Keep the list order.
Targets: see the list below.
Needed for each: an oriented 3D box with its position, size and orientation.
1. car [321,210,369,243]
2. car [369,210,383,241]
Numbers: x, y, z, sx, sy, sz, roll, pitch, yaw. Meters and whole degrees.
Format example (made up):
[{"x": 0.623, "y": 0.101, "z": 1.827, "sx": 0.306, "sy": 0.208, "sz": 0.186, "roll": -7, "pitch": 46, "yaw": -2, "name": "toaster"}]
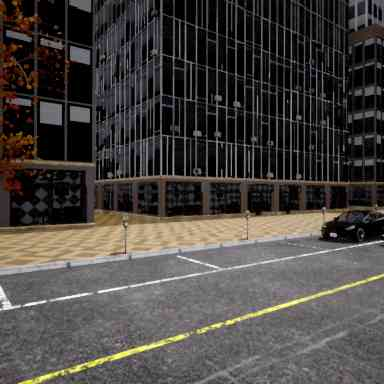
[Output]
[{"x": 8.140, "y": 1.564, "z": 16.226, "sx": 4.313, "sy": 1.339, "sz": 1.947, "roll": 0, "pitch": 0, "yaw": -36, "name": "car"}, {"x": 10.126, "y": 1.489, "z": 14.466, "sx": 4.902, "sy": 1.511, "sz": 2.128, "roll": 0, "pitch": 0, "yaw": -35, "name": "car"}]
